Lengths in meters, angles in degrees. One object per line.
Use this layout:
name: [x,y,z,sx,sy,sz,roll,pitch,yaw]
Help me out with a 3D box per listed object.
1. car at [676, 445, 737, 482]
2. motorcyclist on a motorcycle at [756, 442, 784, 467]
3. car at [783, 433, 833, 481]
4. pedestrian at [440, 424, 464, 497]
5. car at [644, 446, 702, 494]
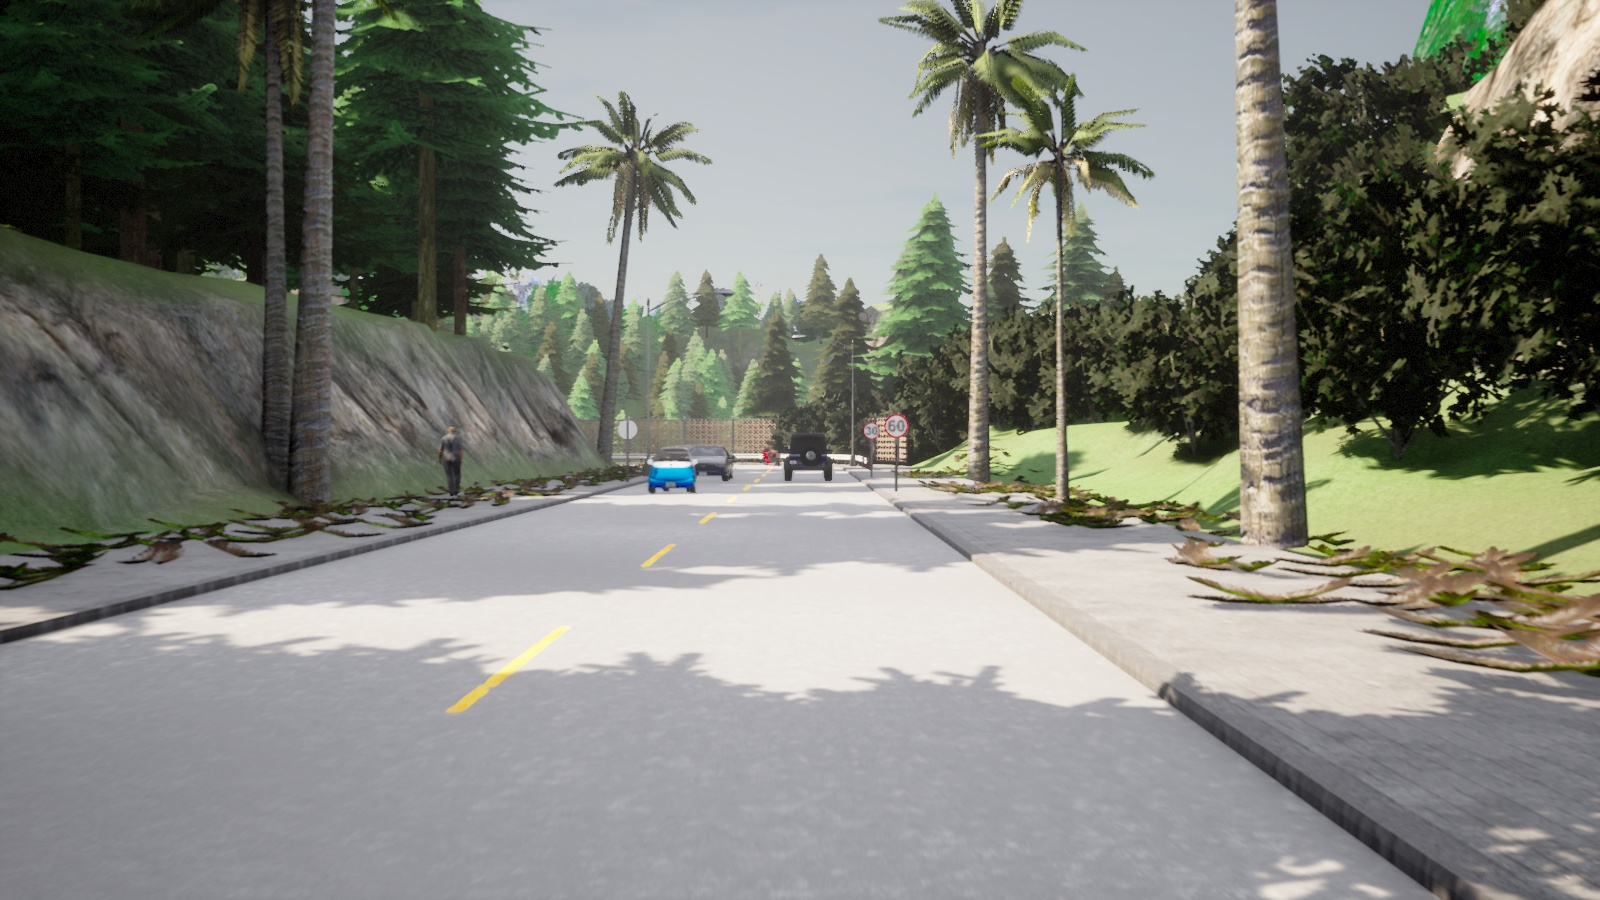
car: [-3.673,0.508,50.215,2.033,1.411,5.357,0,0,0]
motorcyclist on a motorcycle: [-1.914,0.277,80.204,0.797,1.523,2.044,-2,1,-34]
car: [0.326,0.259,50.344,1.905,1.878,3.866,0,0,0]
pedestrian: [-8.942,0.257,32.260,0.540,1.848,0.694,0,0,-10]
car: [-3.755,0.587,37.356,1.481,1.376,2.207,0,0,0]
